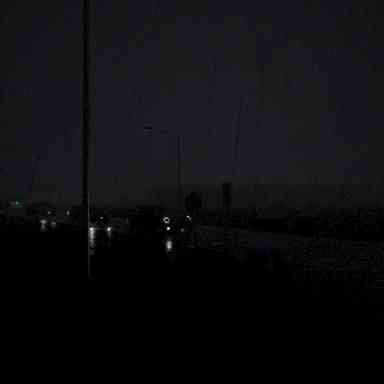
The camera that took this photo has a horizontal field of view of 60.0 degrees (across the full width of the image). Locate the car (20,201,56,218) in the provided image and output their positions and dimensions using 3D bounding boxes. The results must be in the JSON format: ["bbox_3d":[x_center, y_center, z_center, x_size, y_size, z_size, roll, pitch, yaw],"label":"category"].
[{"bbox_3d":[-16.037,1.867,35.200,2.128,1.511,4.902,-1,0,-44],"label":"car"}]

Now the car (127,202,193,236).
[{"bbox_3d":[-1.973,1.520,19.719,2.097,1.767,4.553,-1,0,-41],"label":"car"}]

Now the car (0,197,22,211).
[{"bbox_3d":[-27.423,1.768,50.370,5.566,2.045,2.150,-1,0,44],"label":"car"}]

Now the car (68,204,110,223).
[{"bbox_3d":[-8.527,1.770,27.171,1.837,1.490,4.892,-1,0,-42],"label":"car"}]
